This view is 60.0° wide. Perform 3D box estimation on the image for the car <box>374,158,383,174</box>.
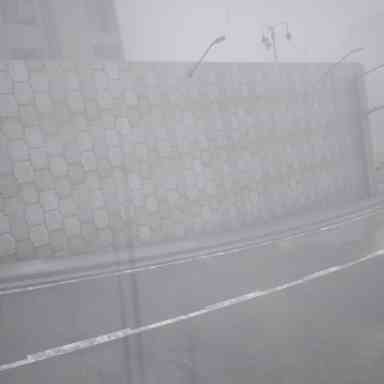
[{"bbox_3d":[15.541,-2.325,32.049,1.882,1.535,5.008,-15,9,-35],"label":"car"}]
